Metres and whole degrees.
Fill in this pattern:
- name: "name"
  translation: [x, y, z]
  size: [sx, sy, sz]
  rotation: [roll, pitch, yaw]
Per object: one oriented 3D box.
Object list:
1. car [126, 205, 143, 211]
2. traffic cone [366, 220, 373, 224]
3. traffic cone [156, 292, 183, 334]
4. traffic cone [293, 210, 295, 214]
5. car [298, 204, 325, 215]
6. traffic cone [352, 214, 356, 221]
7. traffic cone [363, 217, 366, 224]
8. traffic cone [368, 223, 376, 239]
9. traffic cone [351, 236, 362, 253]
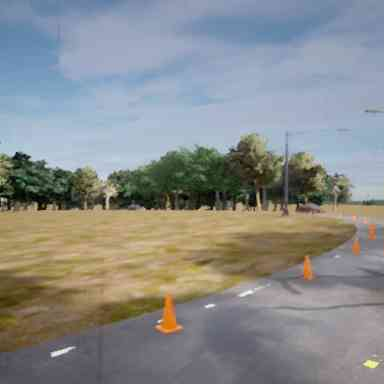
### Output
- name: "car"
  translation: [-15.030, 4.144, 87.354]
  size: [4.902, 1.511, 2.128]
  rotation: [-2, -3, 26]
- name: "traffic cone"
  translation: [11.069, 2.021, 20.416]
  size: [0.340, 0.580, 0.340]
  rotation: [1, 0, 26]
- name: "traffic cone"
  translation: [-0.378, 1.979, 5.557]
  size: [0.340, 0.580, 0.340]
  rotation: [0, 0, -40]
- name: "traffic cone"
  translation: [14.781, 2.870, 48.021]
  size: [0.340, 0.580, 0.340]
  rotation: [2, -3, -10]
- name: "car"
  translation: [17.028, 2.426, 47.531]
  size: [1.882, 1.535, 5.008]
  rotation: [2, -3, -10]
- name: "traffic cone"
  translation: [14.239, 2.208, 29.293]
  size: [0.340, 0.580, 0.340]
  rotation: [1, -1, 14]
- name: "traffic cone"
  translation: [12.886, 2.102, 24.772]
  size: [0.340, 0.580, 0.340]
  rotation: [1, -1, 20]
- name: "traffic cone"
  translation: [8.807, 1.970, 16.273]
  size: [0.340, 0.580, 0.340]
  rotation: [1, 0, 32]
- name: "traffic cone"
  translation: [6.125, 1.951, 12.387]
  size: [0.340, 0.580, 0.340]
  rotation: [0, 0, 38]
